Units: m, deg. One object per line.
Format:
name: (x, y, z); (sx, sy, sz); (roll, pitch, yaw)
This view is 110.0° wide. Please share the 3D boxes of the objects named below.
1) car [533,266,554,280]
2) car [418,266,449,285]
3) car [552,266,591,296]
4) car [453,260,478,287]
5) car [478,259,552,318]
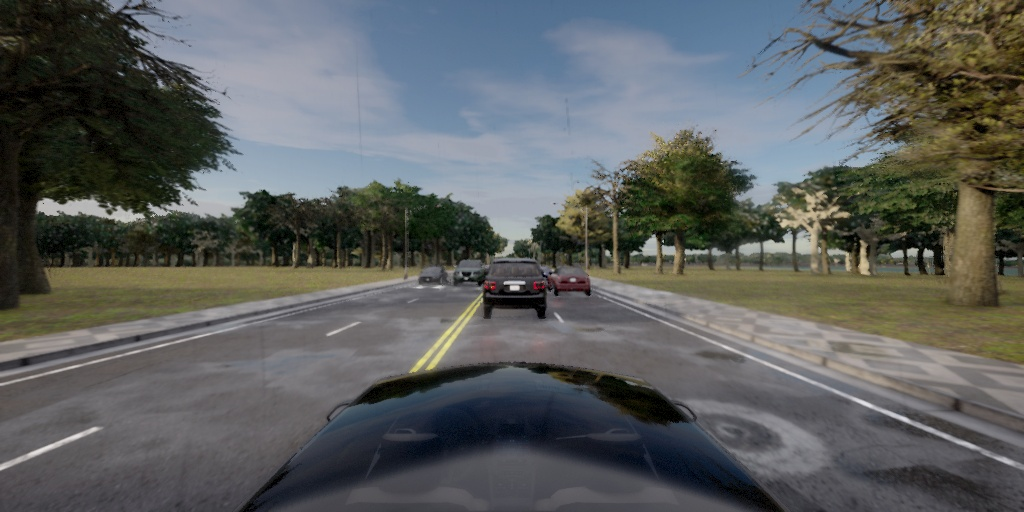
car: (3.347, 1.801, 38.812); (1.994, 1.385, 4.181); (0, -1, 0)
car: (-6.602, 1.629, 30.504); (1.837, 1.490, 4.892); (0, -1, 0)
car: (3.346, 1.361, 21.754); (2.097, 1.767, 4.553); (0, -1, 0)
car: (-3.350, 1.326, 29.041); (2.150, 2.045, 5.566); (0, -1, 0)
car: (0.091, 1.126, 13.901); (2.150, 2.045, 5.566); (0, -1, 0)
